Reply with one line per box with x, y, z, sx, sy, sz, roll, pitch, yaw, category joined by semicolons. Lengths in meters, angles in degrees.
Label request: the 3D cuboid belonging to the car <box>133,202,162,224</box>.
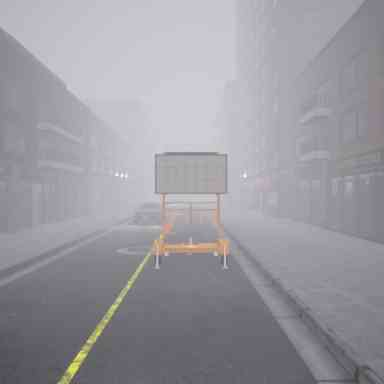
-3.181;1.514;24.929;1.837;1.490;4.892;0;0;0;car

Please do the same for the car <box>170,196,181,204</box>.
-3.244;1.544;66.085;2.128;1.511;4.902;0;0;0;car

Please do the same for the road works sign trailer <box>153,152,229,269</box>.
-0.029;0.466;11.182;2.380;3.560;2.880;0;0;0;road works sign trailer
